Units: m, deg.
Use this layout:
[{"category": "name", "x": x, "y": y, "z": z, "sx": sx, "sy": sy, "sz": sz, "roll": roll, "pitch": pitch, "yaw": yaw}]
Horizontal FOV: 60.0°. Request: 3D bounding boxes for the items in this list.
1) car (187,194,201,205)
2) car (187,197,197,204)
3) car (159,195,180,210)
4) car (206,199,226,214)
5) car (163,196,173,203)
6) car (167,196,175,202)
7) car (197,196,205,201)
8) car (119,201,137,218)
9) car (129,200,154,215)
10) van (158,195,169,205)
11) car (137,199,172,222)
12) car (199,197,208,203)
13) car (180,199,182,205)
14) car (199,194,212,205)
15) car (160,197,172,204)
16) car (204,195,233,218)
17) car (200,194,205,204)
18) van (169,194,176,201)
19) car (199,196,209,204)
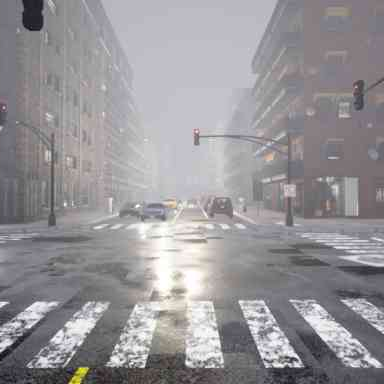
[{"category": "car", "x": 0.046, "y": 1.564, "z": 60.107, "sx": 2.128, "sy": 1.511, "sz": 4.902, "roll": 0, "pitch": 0, "yaw": 0}, {"category": "car", "x": -0.001, "y": 1.684, "z": 70.341, "sx": 1.994, "sy": 1.385, "sz": 4.181, "roll": 0, "pitch": 0, "yaw": 0}, {"category": "car", "x": -2.887, "y": 1.500, "z": 43.135, "sx": 1.882, "sy": 1.535, "sz": 5.008, "roll": 0, "pitch": 0, "yaw": 0}, {"category": "car", "x": 2.549, "y": 1.540, "z": 35.876, "sx": 1.752, "sy": 1.417, "sz": 4.829, "roll": 1, "pitch": 0, "yaw": 0}, {"category": "car", "x": -5.370, "y": 1.670, "z": 74.418, "sx": 1.752, "sy": 1.417, "sz": 4.829, "roll": 1, "pitch": 0, "yaw": 0}, {"category": "car", "x": -5.381, "y": 1.763, "z": 85.717, "sx": 2.008, "sy": 1.369, "sz": 4.403, "roll": 1, "pitch": 0, "yaw": 0}, {"category": "car", "x": 2.493, "y": 1.813, "z": 91.320, "sx": 1.947, "sy": 1.339, "sz": 4.313, "roll": 1, "pitch": 0, "yaw": 0}, {"category": "car", "x": -5.326, "y": 1.577, "z": 30.093, "sx": 1.947, "sy": 1.339, "sz": 4.313, "roll": 1, "pitch": 0, "yaw": 0}, {"category": "car", "x": -5.331, "y": 1.580, "z": 35.654, "sx": 1.947, "sy": 1.339, "sz": 4.313, "roll": 1, "pitch": 0, "yaw": 0}, {"category": "van", "x": -5.356, "y": 1.427, "z": 63.462, "sx": 1.690, "sy": 1.788, "sz": 3.998, "roll": 1, "pitch": 0, "yaw": 0}, {"category": "car", "x": -2.870, "y": 1.535, "z": 26.239, "sx": 1.812, "sy": 1.442, "sz": 4.674, "roll": 0, "pitch": 0, "yaw": 0}, {"category": "car", "x": 2.509, "y": 1.728, "z": 74.629, "sx": 1.802, "sy": 1.307, "sz": 4.206, "roll": 1, "pitch": 0, "yaw": 0}, {"category": "car", "x": -2.825, "y": 1.644, "z": 61.859, "sx": 1.994, "sy": 1.385, "sz": 4.181, "roll": 0, "pitch": 0, "yaw": 1}, {"category": "car", "x": 2.523, "y": 1.402, "z": 63.505, "sx": 2.192, "sy": 1.841, "sz": 5.009, "roll": 1, "pitch": 0, "yaw": 0}, {"category": "car", "x": -5.365, "y": 1.666, "z": 69.026, "sx": 2.008, "sy": 1.369, "sz": 4.403, "roll": 1, "pitch": 0, "yaw": 0}, {"category": "car", "x": 2.558, "y": 1.326, "z": 30.147, "sx": 2.192, "sy": 1.841, "sz": 5.009, "roll": 1, "pitch": 0, "yaw": 0}, {"category": "car", "x": 2.547, "y": 1.335, "z": 41.271, "sx": 2.192, "sy": 1.841, "sz": 5.009, "roll": 1, "pitch": 0, "yaw": 0}, {"category": "van", "x": -5.383, "y": 1.588, "z": 91.282, "sx": 1.690, "sy": 1.788, "sz": 3.998, "roll": 1, "pitch": 0, "yaw": 0}, {"category": "car", "x": 2.516, "y": 1.556, "z": 69.069, "sx": 1.967, "sy": 1.590, "sz": 4.097, "roll": 1, "pitch": 0, "yaw": 0}]
